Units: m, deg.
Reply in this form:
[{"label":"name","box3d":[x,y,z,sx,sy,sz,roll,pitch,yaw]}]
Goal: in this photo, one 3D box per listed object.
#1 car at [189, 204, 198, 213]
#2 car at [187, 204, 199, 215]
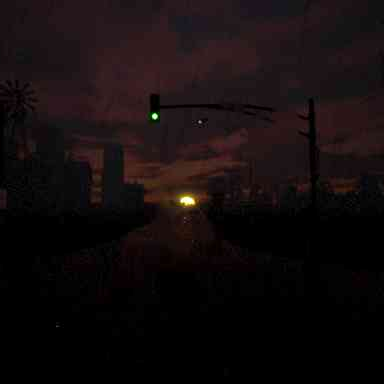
[{"label":"car","box3d":[0.294,3.221,65.609,1.837,1.490,4.892,-1,-1,0]},{"label":"car","box3d":[0.242,2.991,55.190,2.033,1.411,5.357,-1,-1,0]}]
